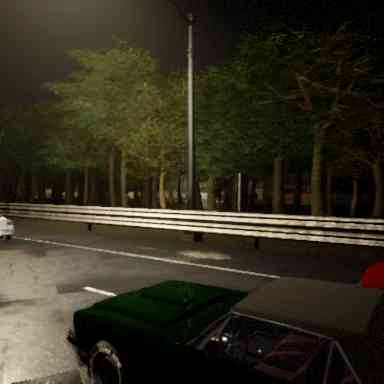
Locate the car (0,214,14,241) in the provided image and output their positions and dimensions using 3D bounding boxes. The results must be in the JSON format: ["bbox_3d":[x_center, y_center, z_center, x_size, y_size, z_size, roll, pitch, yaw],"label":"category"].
[{"bbox_3d":[-9.833,1.481,14.931,4.674,1.442,1.812,0,0,34],"label":"car"}]

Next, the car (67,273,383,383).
[{"bbox_3d":[0.853,1.597,3.356,4.718,1.301,1.895,0,0,35],"label":"car"}]

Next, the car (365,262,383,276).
[{"bbox_3d":[4.959,1.597,4.721,4.718,1.301,1.895,0,0,36],"label":"car"}]
